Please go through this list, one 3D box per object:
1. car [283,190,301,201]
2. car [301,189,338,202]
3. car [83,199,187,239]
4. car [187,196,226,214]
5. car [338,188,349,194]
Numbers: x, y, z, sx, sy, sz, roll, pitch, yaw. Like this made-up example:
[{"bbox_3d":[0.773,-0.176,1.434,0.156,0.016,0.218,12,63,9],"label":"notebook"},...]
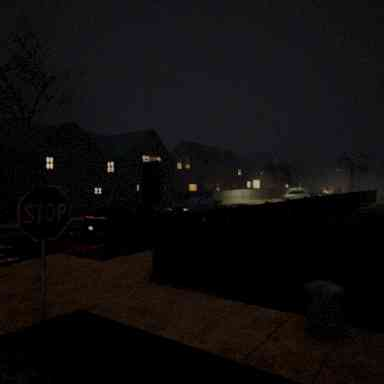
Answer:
[{"bbox_3d":[12.906,0.508,41.186,1.812,1.442,4.674,0,1,37],"label":"car"},{"bbox_3d":[15.170,0.469,39.475,2.128,1.511,4.902,0,1,38],"label":"car"},{"bbox_3d":[-2.734,1.216,15.671,2.128,1.511,4.902,0,1,37],"label":"car"},{"bbox_3d":[0.512,1.038,24.747,2.033,1.411,5.357,0,1,37],"label":"car"},{"bbox_3d":[21.396,0.244,47.835,1.837,1.490,4.892,0,1,37],"label":"car"}]
